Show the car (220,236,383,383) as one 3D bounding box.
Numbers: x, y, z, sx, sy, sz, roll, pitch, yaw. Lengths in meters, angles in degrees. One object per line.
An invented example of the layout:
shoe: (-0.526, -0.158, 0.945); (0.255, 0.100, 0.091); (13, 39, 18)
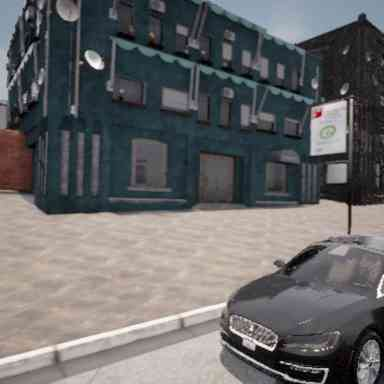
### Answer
car: (2.633, 1.522, 5.268); (4.892, 1.490, 1.837); (0, 0, -36)
